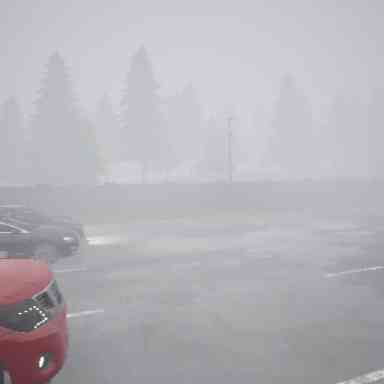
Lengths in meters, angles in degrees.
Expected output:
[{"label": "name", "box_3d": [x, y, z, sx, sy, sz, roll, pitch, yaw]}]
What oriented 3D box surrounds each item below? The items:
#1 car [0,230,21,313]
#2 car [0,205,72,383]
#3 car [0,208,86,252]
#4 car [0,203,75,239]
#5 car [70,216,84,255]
[{"label": "car", "box_3d": [-5.952, 1.635, 6.182, 4.718, 1.301, 1.895, -2, 1, -22]}, {"label": "car", "box_3d": [-4.145, 1.267, 3.131, 5.566, 2.045, 2.150, -2, 1, -22]}, {"label": "car", "box_3d": [-6.574, 1.480, 13.466, 4.181, 1.385, 1.994, -2, 1, -22]}, {"label": "car", "box_3d": [-8.473, 1.412, 16.478, 4.892, 1.490, 1.837, -2, 1, -22]}, {"label": "car", "box_3d": [-5.957, 1.457, 9.944, 4.902, 1.511, 2.128, -2, 1, -22]}]
